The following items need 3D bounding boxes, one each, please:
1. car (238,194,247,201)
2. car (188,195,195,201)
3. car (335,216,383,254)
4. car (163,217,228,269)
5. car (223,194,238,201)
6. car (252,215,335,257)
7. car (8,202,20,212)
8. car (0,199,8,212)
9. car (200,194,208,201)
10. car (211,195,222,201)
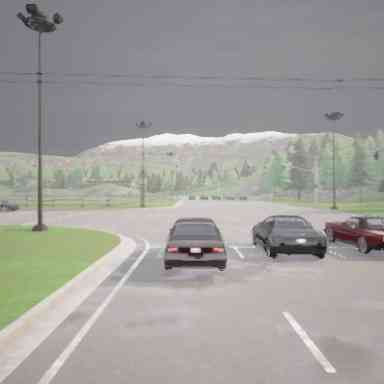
[{"bbox_3d":[13.975,1.563,91.548,1.882,1.535,5.008,0,0,0],"label":"car"},{"bbox_3d":[-0.025,1.610,91.416,2.128,1.511,4.902,0,0,0],"label":"car"},{"bbox_3d":[7.094,1.614,13.443,1.895,1.301,4.718,0,0,0],"label":"car"},{"bbox_3d":[0.093,1.558,11.103,2.033,1.411,5.357,0,0,0],"label":"car"},{"bbox_3d":[10.475,1.625,91.277,2.033,1.411,5.357,0,0,0],"label":"car"},{"bbox_3d":[3.593,1.577,12.948,1.994,1.385,4.181,0,0,0],"label":"car"},{"bbox_3d":[-22.270,1.538,37.979,4.892,1.490,1.837,0,0,0],"label":"car"},{"bbox_3d":[-22.196,1.557,34.478,4.674,1.442,1.812,0,0,0],"label":"car"},{"bbox_3d":[3.475,1.563,91.338,1.882,1.535,5.008,0,0,0],"label":"car"},{"bbox_3d":[6.975,1.609,91.682,1.812,1.442,4.674,0,0,0],"label":"car"}]
